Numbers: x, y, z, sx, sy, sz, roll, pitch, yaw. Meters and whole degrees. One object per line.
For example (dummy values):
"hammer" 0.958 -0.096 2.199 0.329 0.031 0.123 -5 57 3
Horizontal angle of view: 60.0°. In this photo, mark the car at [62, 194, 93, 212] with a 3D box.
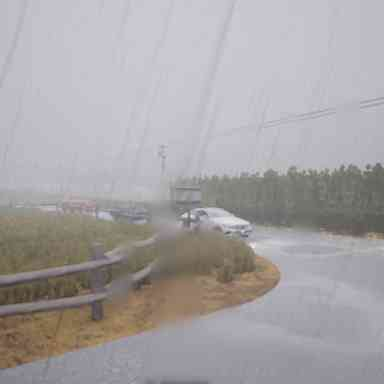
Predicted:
"car" -13.027 1.254 37.561 2.150 2.045 5.566 0 1 -35

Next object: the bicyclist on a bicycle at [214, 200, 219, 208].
"bicyclist on a bicycle" 2.165 1.514 27.589 1.656 1.620 0.582 0 0 -35

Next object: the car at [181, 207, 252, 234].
"car" 1.104 1.563 17.490 1.812 1.442 4.674 0 0 -33

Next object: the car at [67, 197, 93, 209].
"car" -16.159 1.540 47.780 2.128 1.511 4.902 0 0 -36

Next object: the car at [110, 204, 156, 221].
"car" -4.614 1.638 25.658 1.895 1.301 4.718 0 0 -35

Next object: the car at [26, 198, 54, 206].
"car" -24.951 1.601 54.501 4.181 1.385 1.994 0 0 7
